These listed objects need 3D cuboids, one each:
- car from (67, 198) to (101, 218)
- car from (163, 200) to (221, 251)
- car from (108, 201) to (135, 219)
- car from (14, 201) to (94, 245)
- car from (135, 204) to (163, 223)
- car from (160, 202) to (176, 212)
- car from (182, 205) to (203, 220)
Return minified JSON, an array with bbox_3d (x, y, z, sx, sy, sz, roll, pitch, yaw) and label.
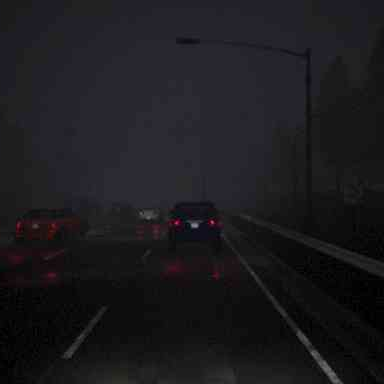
[{"bbox_3d":[-10.441,1.582,31.953,2.150,2.045,5.566,0,0,0],"label":"car"},{"bbox_3d":[0.102,1.393,15.214,2.150,2.045,5.566,0,-1,0],"label":"car"},{"bbox_3d":[-6.933,1.726,33.451,2.097,1.767,4.553,0,-1,0],"label":"car"},{"bbox_3d":[-6.907,1.545,16.877,2.097,1.767,4.553,0,0,1],"label":"car"},{"bbox_3d":[-3.471,1.851,28.957,1.812,1.442,4.674,0,0,1],"label":"car"},{"bbox_3d":[-3.407,2.138,47.806,1.895,1.301,4.718,0,-1,0],"label":"car"},{"bbox_3d":[0.064,1.973,33.056,1.895,1.301,4.718,0,-1,0],"label":"car"}]
